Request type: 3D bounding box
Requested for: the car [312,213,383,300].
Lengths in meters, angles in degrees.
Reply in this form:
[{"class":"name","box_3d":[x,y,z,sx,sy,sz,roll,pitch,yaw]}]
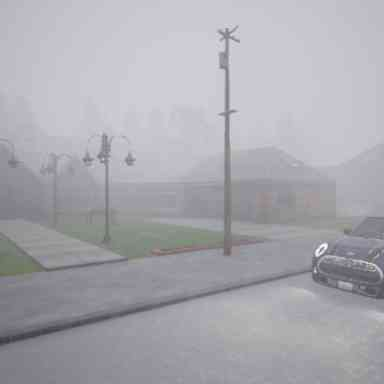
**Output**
[{"class":"car","box_3d":[4.982,1.322,8.126,4.553,1.767,2.097,0,0,-35]}]
